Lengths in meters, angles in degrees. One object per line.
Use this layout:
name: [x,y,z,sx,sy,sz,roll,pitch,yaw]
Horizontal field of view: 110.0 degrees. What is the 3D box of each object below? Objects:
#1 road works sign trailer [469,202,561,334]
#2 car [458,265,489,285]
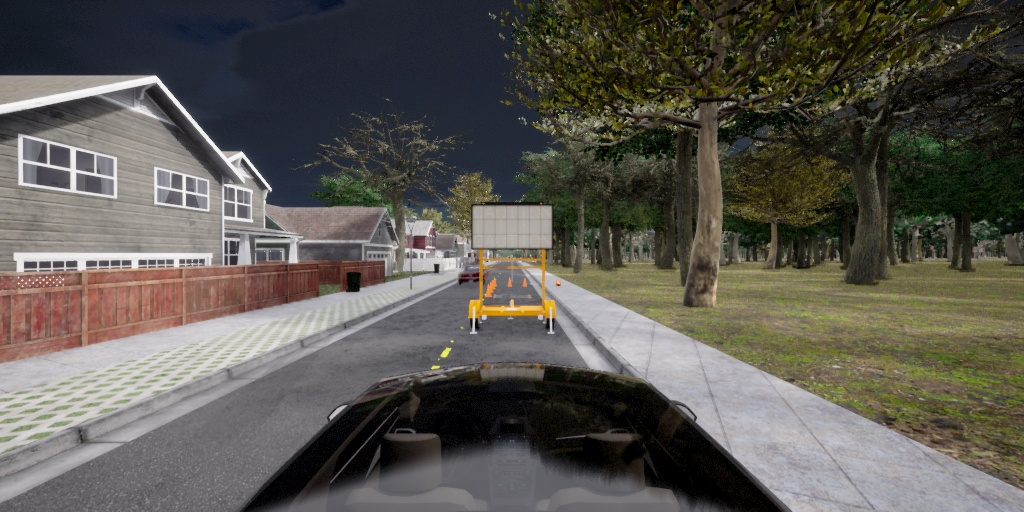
road works sign trailer: [0.011,0.214,10.620,2.380,3.560,2.880,0,0,0]
car: [-2.727,1.354,25.933,1.895,1.301,4.718,0,0,0]
